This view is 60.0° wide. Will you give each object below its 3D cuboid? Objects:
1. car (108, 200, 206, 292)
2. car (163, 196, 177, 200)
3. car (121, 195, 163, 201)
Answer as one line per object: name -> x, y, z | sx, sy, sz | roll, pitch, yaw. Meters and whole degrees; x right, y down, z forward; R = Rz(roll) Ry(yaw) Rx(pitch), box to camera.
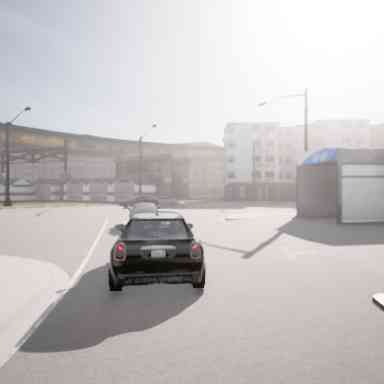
car -> -0.980, 1.278, 8.986 | 2.097, 1.767, 4.553 | 0, 0, -8
car -> -4.316, 1.234, 45.100 | 4.718, 1.301, 1.895 | 0, 0, -25
car -> -6.393, 1.181, 39.940 | 4.892, 1.490, 1.837 | 0, -2, -32
